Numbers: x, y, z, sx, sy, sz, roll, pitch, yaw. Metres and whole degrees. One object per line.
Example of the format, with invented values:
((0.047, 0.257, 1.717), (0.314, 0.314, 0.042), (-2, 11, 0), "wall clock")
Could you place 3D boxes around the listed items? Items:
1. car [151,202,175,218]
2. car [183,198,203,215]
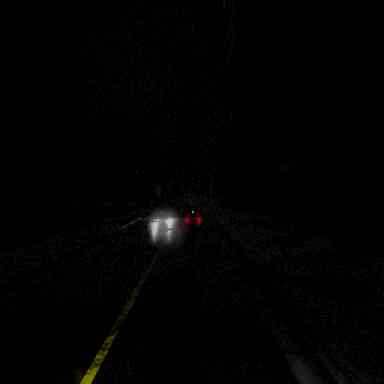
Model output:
((-2.592, 1.577, 30.467), (1.994, 1.385, 4.181), (0, 0, 0), "car")
((0.099, 1.618, 33.836), (1.895, 1.301, 4.718), (0, 0, 0), "car")
